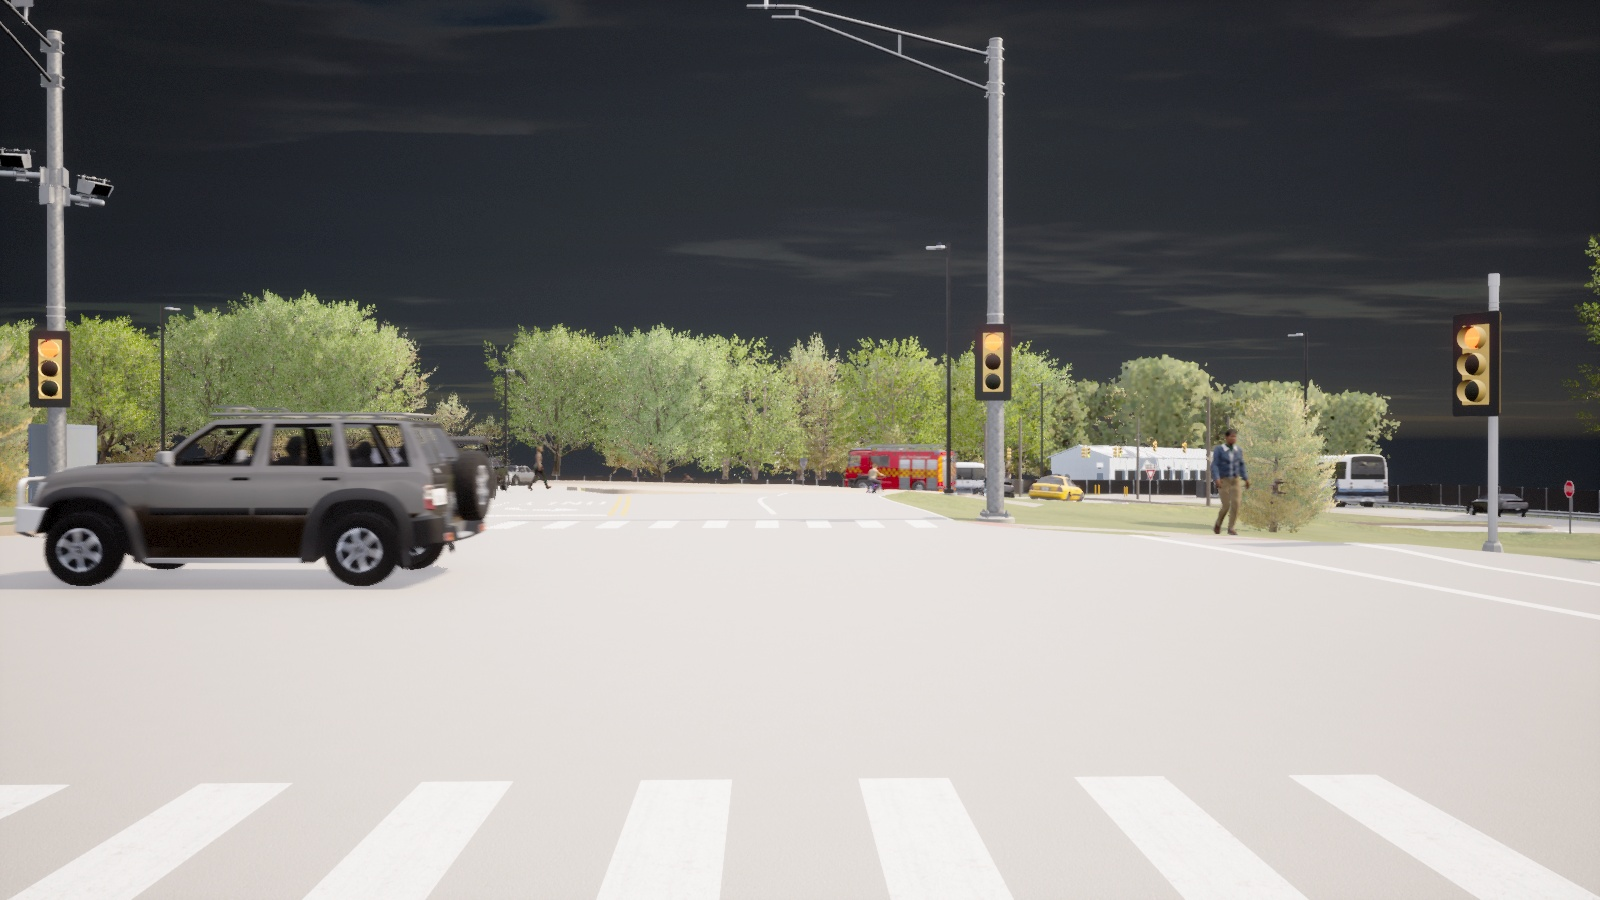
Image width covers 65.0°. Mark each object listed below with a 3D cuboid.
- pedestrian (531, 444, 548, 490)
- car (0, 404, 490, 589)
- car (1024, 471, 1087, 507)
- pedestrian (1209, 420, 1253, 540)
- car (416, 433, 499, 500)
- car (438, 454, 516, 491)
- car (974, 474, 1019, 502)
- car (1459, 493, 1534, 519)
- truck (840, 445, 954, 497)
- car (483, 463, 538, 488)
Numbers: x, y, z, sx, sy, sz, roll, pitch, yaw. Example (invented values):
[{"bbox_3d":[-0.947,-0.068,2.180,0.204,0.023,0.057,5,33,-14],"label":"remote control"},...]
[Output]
[{"bbox_3d":[-10.490,0.684,50.533,0.634,1.846,0.331,0,1,-20],"label":"pedestrian"},{"bbox_3d":[-5.902,0.457,13.602,4.605,1.855,1.932,0,1,0],"label":"car"},{"bbox_3d":[12.885,1.984,63.127,1.801,1.575,5.366,4,-1,25],"label":"car"},{"bbox_3d":[7.114,0.486,20.745,0.423,1.949,0.788,0,1,-1],"label":"pedestrian"},{"bbox_3d":[-10.076,0.492,37.225,1.905,1.878,3.866,0,-1,-8],"label":"car"},{"bbox_3d":[-13.786,0.971,53.872,2.128,1.511,4.902,-1,-1,-1],"label":"car"},{"bbox_3d":[12.534,2.455,80.411,2.128,1.511,4.902,5,-2,2],"label":"car"},{"bbox_3d":[44.876,3.584,80.989,2.128,1.511,4.902,0,-1,0],"label":"car"},{"bbox_3d":[7.390,1.531,96.749,8.468,3.827,2.891,0,1,35],"label":"truck"},{"bbox_3d":[-18.838,1.667,81.846,1.970,1.475,3.806,-2,-3,15],"label":"car"}]
